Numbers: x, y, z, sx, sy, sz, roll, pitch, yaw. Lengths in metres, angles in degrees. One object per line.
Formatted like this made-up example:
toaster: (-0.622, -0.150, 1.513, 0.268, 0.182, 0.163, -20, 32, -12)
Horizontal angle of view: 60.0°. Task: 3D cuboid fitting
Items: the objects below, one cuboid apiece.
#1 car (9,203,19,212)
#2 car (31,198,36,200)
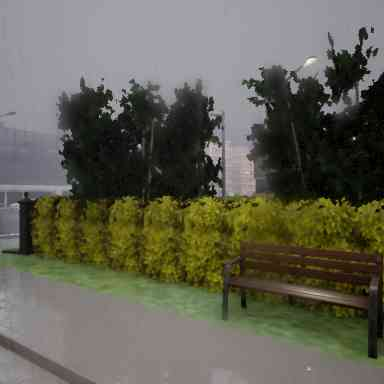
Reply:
car: (-18.543, 1.477, 38.297, 1.812, 1.442, 4.674, 0, 0, 33)
car: (-15.821, 1.515, 36.061, 1.994, 1.385, 4.181, 0, 0, 35)
